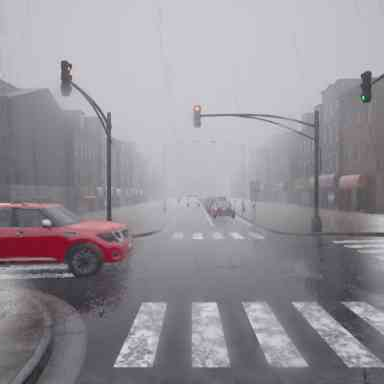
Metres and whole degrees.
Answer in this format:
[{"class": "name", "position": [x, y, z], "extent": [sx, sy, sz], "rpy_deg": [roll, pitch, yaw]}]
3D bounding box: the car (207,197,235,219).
[{"class": "car", "position": [2.688, 1.470, 29.651], "extent": [1.967, 1.590, 4.097], "rpy_deg": [-1, 0, 0]}]

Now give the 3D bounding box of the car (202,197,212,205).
[{"class": "car", "position": [2.754, 1.647, 62.234], "extent": [1.752, 1.417, 4.829], "rpy_deg": [-1, 0, 0]}]

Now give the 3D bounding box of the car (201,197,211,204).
[{"class": "car", "position": [2.765, 1.668, 67.636], "extent": [1.752, 1.417, 4.829], "rpy_deg": [-1, 0, 0]}]

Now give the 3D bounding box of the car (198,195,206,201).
[{"class": "car", "position": [2.817, 1.702, 94.479], "extent": [1.967, 1.590, 4.097], "rpy_deg": [-1, 0, 0]}]

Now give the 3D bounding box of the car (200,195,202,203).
[{"class": "car", "position": [2.731, 1.525, 51.260], "extent": [1.967, 1.590, 4.097], "rpy_deg": [-1, 0, 0]}]

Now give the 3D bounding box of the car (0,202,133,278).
[{"class": "car", "position": [-4.623, 1.317, 9.850], "extent": [5.566, 2.045, 2.150], "rpy_deg": [-2, 0, 0]}]

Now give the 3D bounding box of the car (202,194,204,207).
[{"class": "car", "position": [2.709, 1.369, 40.456], "extent": [2.192, 1.841, 5.009], "rpy_deg": [-1, 0, 0]}]

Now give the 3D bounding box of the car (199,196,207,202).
[{"class": "car", "position": [2.797, 1.792, 83.673], "extent": [1.802, 1.307, 4.206], "rpy_deg": [-1, 0, 0]}]

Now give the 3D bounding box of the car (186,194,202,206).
[{"class": "car", "position": [0.215, 1.326, 56.725], "extent": [2.150, 2.045, 5.566], "rpy_deg": [0, 0, 0]}]

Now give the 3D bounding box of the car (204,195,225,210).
[{"class": "car", "position": [2.698, 1.356, 35.053], "extent": [2.192, 1.841, 5.009], "rpy_deg": [-1, 0, 0]}]

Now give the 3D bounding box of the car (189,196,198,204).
[{"class": "car", "position": [0.239, 1.654, 69.618], "extent": [1.837, 1.490, 4.892], "rpy_deg": [0, 0, 0]}]

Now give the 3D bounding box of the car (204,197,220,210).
[{"class": "car", "position": [2.721, 1.509, 45.857], "extent": [1.967, 1.590, 4.097], "rpy_deg": [-1, 0, 0]}]

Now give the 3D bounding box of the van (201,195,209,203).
[{"class": "van", "position": [2.773, 1.504, 72.870], "extent": [1.690, 1.788, 3.998], "rpy_deg": [-1, 0, 0]}]
